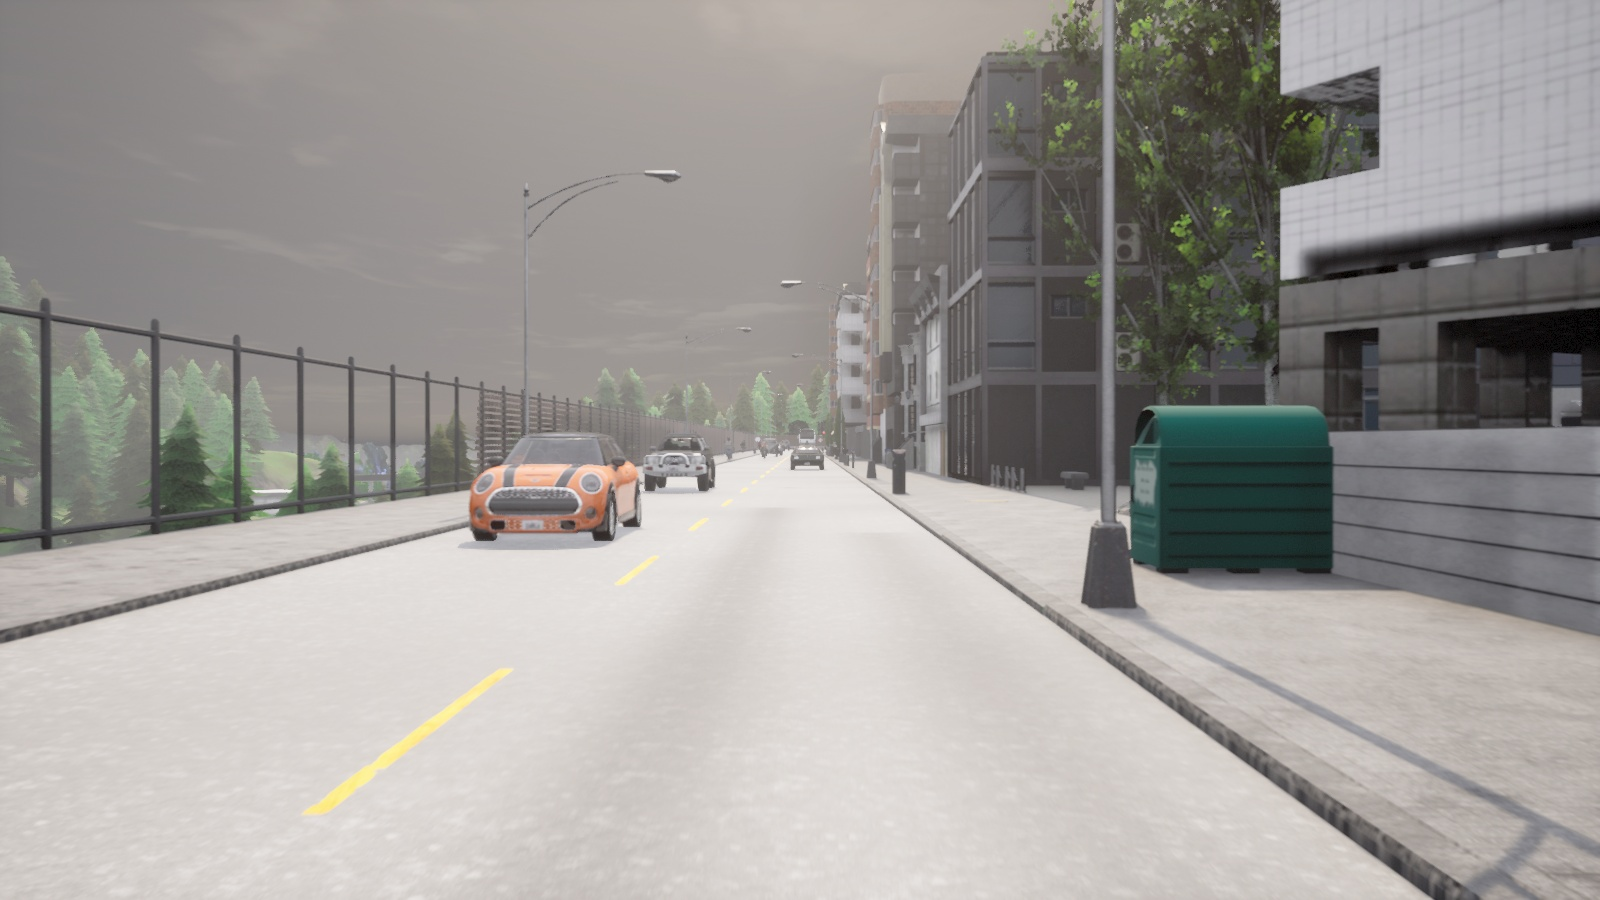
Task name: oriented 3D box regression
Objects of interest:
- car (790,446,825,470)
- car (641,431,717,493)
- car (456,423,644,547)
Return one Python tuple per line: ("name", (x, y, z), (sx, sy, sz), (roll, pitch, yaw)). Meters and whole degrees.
("car", (0.408, 0.448, 70.804), (1.895, 1.301, 4.718), (0, 0, 0))
("car", (-3.763, 0.337, 39.658), (1.932, 1.855, 4.605), (0, 0, 0))
("car", (-3.871, 0.488, 20.270), (2.097, 1.767, 4.553), (0, 0, 0))
